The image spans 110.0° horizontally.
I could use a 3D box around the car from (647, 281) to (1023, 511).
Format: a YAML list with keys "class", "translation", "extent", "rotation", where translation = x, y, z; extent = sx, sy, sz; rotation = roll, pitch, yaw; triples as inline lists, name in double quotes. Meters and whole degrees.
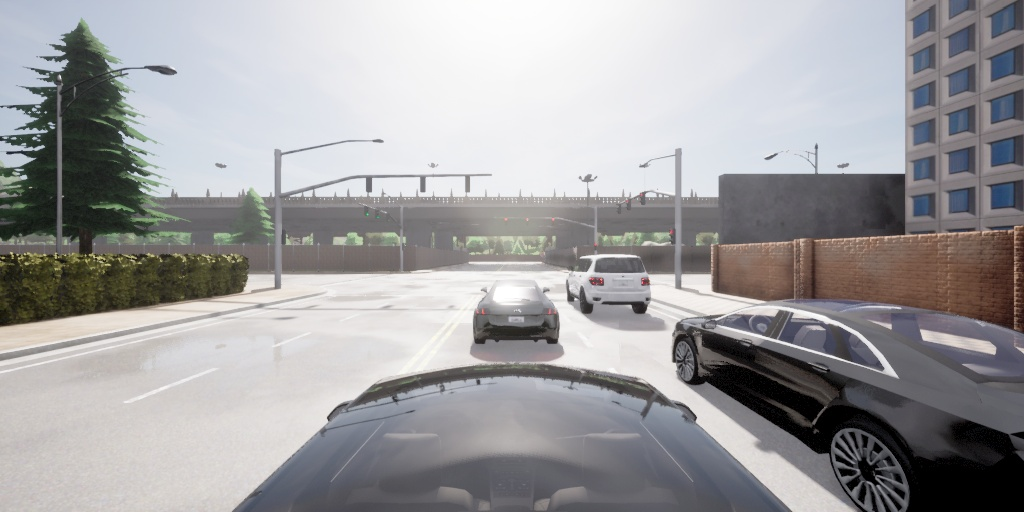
- class: "car"
  translation: [3.595, 1.242, 4.126]
  extent: [2.128, 1.511, 4.902]
  rotation: [0, 0, 0]

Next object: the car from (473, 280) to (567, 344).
- class: "car"
  translation: [0.092, 1.314, 9.586]
  extent: [1.994, 1.385, 4.181]
  rotation: [0, 0, 0]

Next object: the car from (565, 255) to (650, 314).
- class: "car"
  translation: [3.488, 0.971, 13.931]
  extent: [2.150, 2.045, 5.566]
  rotation: [0, 0, 0]
